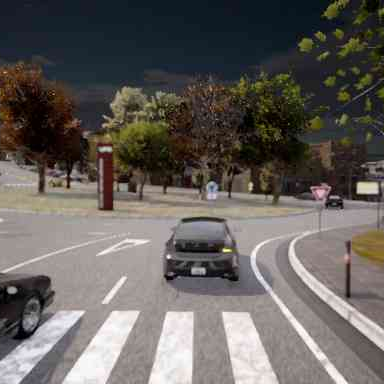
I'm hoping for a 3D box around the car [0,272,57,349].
[{"bbox_3d":[-3.371,1.536,3.482,2.033,1.411,5.357,0,0,1],"label":"car"}]

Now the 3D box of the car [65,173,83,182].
[{"bbox_3d":[-31.061,-3.645,90.232,2.231,1.521,4.892,7,6,28],"label":"car"}]

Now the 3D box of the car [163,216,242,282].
[{"bbox_3d":[0.372,1.463,9.667,1.837,1.490,4.892,0,0,5],"label":"car"}]

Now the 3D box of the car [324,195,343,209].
[{"bbox_3d":[17.143,1.131,40.389,1.882,1.535,5.008,1,2,20],"label":"car"}]

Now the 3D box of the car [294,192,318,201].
[{"bbox_3d":[19.669,0.745,56.298,2.033,1.411,5.357,-1,2,-21],"label":"car"}]
